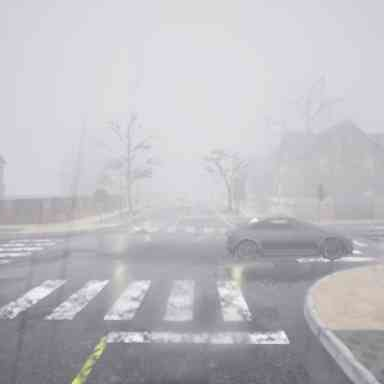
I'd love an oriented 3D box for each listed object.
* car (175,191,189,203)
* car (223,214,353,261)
[{"bbox_3d":[-1.783,0.883,60.794,2.150,2.045,5.566,0,0,1],"label":"car"},{"bbox_3d":[3.148,1.475,11.350,4.181,1.385,1.994,-1,1,1],"label":"car"}]
